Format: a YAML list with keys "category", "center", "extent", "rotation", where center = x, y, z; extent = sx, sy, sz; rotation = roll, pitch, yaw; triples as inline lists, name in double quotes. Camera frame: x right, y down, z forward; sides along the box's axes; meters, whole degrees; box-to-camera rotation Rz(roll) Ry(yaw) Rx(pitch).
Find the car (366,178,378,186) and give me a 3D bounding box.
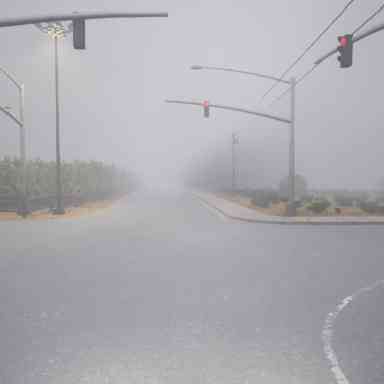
- category: "car"
  center: [42.117, -2.271, 77.574]
  extent: [1.905, 1.878, 3.866]
  rotation: [10, 10, 41]
